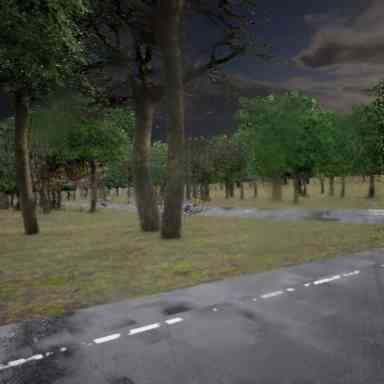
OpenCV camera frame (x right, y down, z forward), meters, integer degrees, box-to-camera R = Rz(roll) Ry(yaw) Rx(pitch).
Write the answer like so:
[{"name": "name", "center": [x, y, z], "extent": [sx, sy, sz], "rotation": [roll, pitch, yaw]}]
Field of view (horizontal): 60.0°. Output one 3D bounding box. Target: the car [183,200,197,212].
[{"name": "car", "center": [-1.482, 2.526, 59.877], "extent": [2.150, 2.045, 5.566], "rotation": [-4, 1, -35]}]
